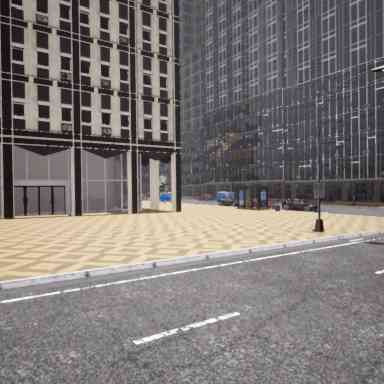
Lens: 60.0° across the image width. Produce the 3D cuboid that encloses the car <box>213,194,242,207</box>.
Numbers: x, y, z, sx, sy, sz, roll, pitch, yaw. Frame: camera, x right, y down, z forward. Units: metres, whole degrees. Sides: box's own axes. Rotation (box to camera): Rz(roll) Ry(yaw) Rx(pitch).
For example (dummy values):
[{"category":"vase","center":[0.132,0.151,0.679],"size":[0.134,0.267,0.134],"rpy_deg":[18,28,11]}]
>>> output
[{"category":"car","center":[5.300,1.319,45.192],"size":[1.947,1.339,4.313],"rpy_deg":[0,1,-34]}]

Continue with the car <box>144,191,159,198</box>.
[{"category":"car","center":[-10.143,0.686,82.809],"size":[1.967,1.590,4.097],"rpy_deg":[0,1,-34]}]

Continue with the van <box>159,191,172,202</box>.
[{"category":"van","center":[-4.260,0.937,59.305],"size":[1.690,1.788,3.998],"rpy_deg":[0,1,-34]}]

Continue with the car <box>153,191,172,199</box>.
[{"category":"car","center":[-6.941,0.615,78.112],"size":[2.192,1.841,5.009],"rpy_deg":[0,1,-34]}]

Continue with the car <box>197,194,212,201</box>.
[{"category":"car","center":[2.664,1.043,64.027],"size":[1.802,1.307,4.206],"rpy_deg":[0,1,-34]}]

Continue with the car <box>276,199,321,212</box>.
[{"category":"car","center":[11.642,1.424,35.755],"size":[1.947,1.339,4.313],"rpy_deg":[0,1,-34]}]

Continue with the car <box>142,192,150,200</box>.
[{"category":"car","center":[-10.664,1.040,68.700],"size":[2.008,1.369,4.403],"rpy_deg":[0,1,-34]}]

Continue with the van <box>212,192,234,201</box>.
[{"category":"van","center":[5.865,0.855,59.328],"size":[1.690,1.788,3.998],"rpy_deg":[0,1,-34]}]

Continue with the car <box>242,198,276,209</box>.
[{"category":"car","center":[8.454,1.388,40.463],"size":[1.802,1.307,4.206],"rpy_deg":[0,1,-34]}]
